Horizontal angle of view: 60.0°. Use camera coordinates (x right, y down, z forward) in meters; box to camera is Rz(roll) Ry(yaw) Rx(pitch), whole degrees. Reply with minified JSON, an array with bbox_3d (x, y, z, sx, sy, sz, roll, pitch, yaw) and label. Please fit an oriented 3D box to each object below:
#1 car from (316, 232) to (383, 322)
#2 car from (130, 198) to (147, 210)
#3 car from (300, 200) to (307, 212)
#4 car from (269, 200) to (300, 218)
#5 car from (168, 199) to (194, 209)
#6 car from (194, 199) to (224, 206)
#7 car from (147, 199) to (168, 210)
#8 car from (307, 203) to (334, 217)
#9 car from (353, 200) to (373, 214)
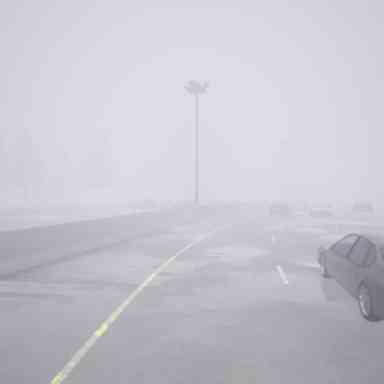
[{"bbox_3d":[4.138,1.580,7.116,2.033,1.411,5.357,0,0,8],"label":"car"},{"bbox_3d":[-6.921,1.716,48.125,1.837,1.490,4.892,0,-1,28],"label":"car"},{"bbox_3d":[13.217,1.729,41.184,2.033,1.411,5.357,0,0,28],"label":"car"},{"bbox_3d":[8.817,1.634,32.455,2.128,1.511,4.902,0,0,26],"label":"car"},{"bbox_3d":[-0.740,1.672,44.839,1.882,1.535,5.008,0,-1,28],"label":"car"},{"bbox_3d":[2.592,1.674,43.648,1.882,1.535,5.008,0,0,28],"label":"car"},{"bbox_3d":[-3.858,1.725,46.429,1.812,1.442,4.674,0,0,28],"label":"car"},{"bbox_3d":[12.920,1.746,32.867,1.895,1.301,4.718,0,0,27],"label":"car"},{"bbox_3d":[19.139,1.644,37.272,1.882,1.535,5.008,0,0,28],"label":"car"}]
